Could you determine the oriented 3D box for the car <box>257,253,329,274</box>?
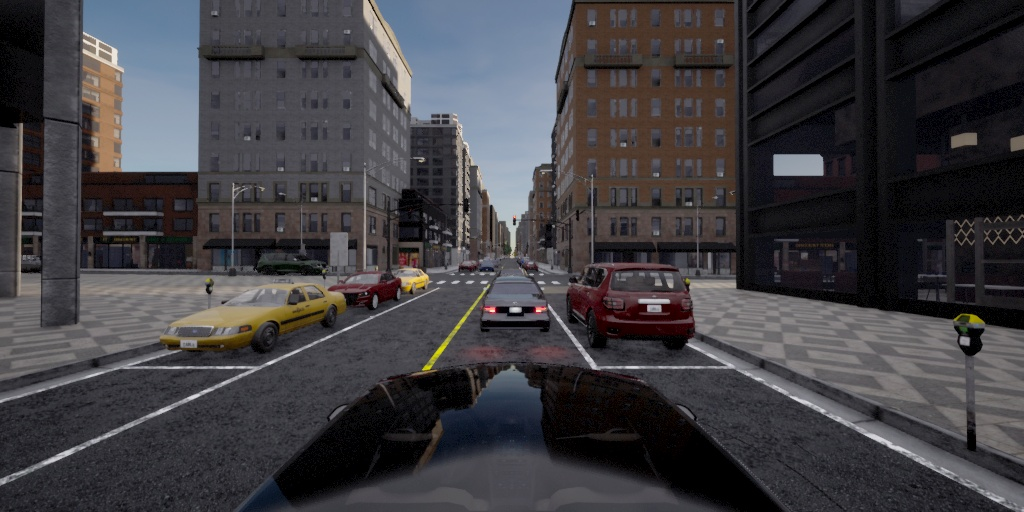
[{"bbox_3d":[-19.190,0.801,31.503,5.566,2.045,2.150,1,-1,0],"label":"car"}]

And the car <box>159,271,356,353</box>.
[{"bbox_3d":[-5.876,1.277,8.917,1.751,1.417,4.829,0,0,0],"label":"car"}]

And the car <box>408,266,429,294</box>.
[{"bbox_3d":[-5.907,1.279,20.166,1.751,1.417,4.829,0,0,0],"label":"car"}]

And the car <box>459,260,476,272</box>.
[{"bbox_3d":[-5.981,1.306,47.356,1.888,1.381,4.507,0,0,0],"label":"car"}]

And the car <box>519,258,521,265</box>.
[{"bbox_3d":[2.514,1.346,58.717,1.802,1.307,4.207,0,0,0],"label":"car"}]

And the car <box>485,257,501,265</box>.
[{"bbox_3d":[-3.238,1.329,59.373,1.994,1.385,4.181,0,0,0],"label":"car"}]

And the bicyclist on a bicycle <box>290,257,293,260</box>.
[{"bbox_3d":[-23.110,0.909,37.751,0.582,1.620,1.656,0,0,0],"label":"bicyclist on a bicycle"}]

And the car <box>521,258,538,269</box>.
[{"bbox_3d":[2.545,1.343,47.370,1.802,1.307,4.207,0,0,0],"label":"car"}]

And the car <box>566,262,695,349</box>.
[{"bbox_3d":[2.649,1.066,9.102,2.192,1.841,5.009,0,0,0],"label":"car"}]

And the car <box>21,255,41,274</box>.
[{"bbox_3d":[-41.132,0.871,31.584,4.902,1.511,2.128,1,-1,0],"label":"car"}]

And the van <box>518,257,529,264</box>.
[{"bbox_3d":[2.499,1.108,64.390,1.690,1.789,3.998,0,0,0],"label":"van"}]

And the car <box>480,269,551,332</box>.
[{"bbox_3d":[0.067,1.299,10.833,2.033,1.411,5.357,0,0,0],"label":"car"}]

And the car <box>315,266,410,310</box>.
[{"bbox_3d":[-5.892,1.298,14.712,1.888,1.381,4.507,0,0,0],"label":"car"}]

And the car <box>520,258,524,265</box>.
[{"bbox_3d":[2.530,1.344,53.043,1.802,1.307,4.207,0,0,0],"label":"car"}]

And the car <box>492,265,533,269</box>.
[{"bbox_3d":[0.019,1.355,20.560,1.895,1.301,4.718,0,0,0],"label":"car"}]

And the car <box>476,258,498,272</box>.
[{"bbox_3d":[-3.246,1.308,46.796,2.033,1.411,5.357,0,0,-4],"label":"car"}]
